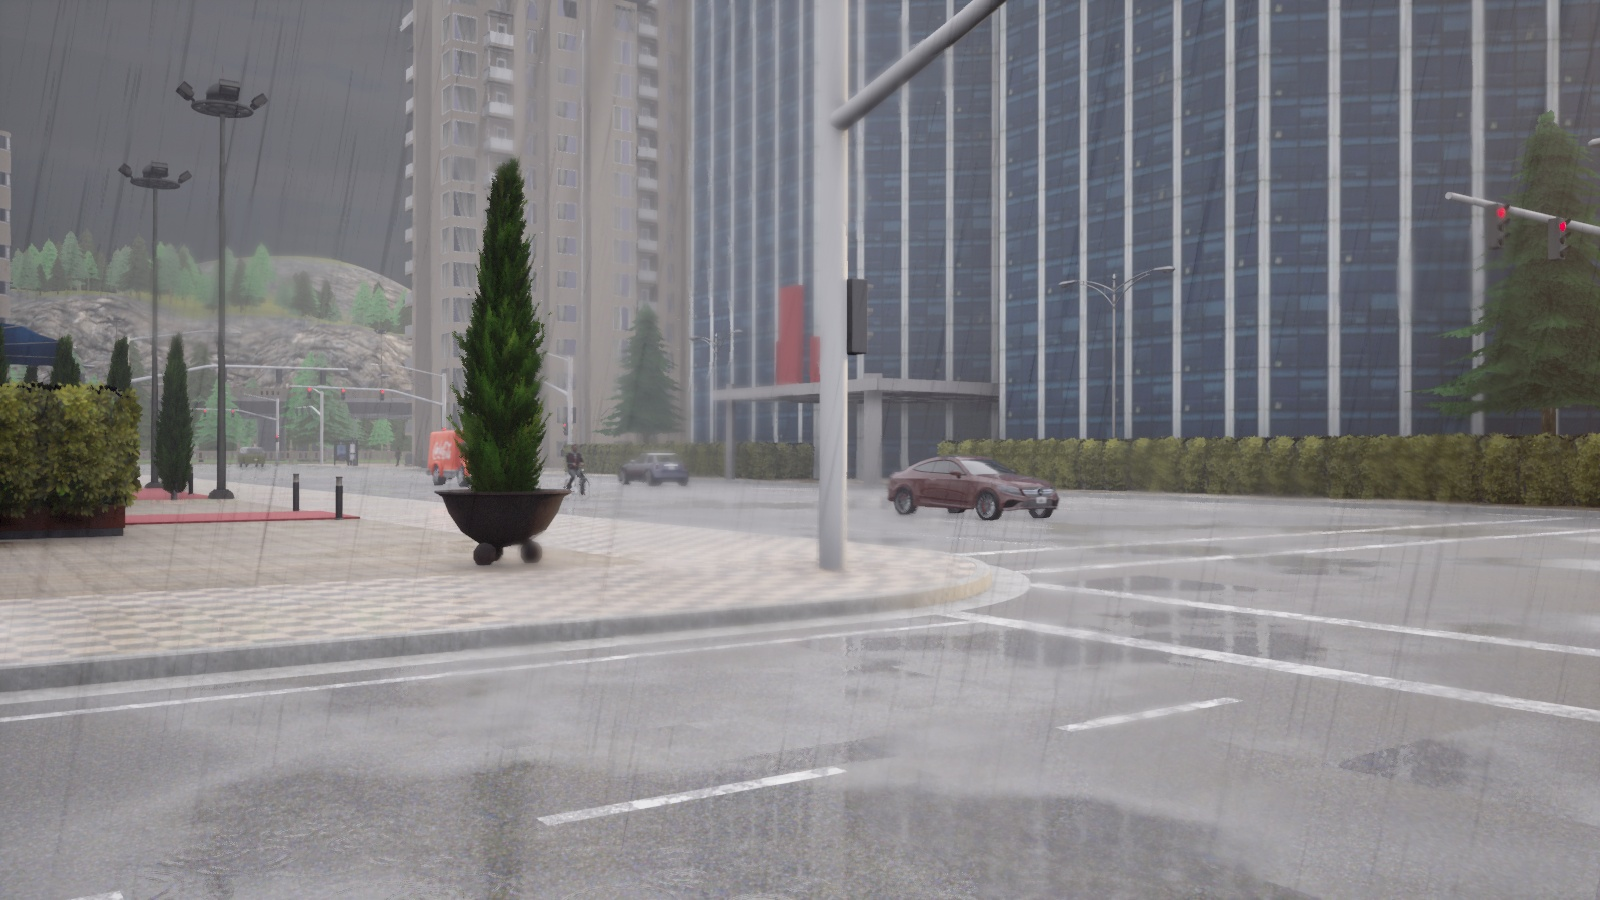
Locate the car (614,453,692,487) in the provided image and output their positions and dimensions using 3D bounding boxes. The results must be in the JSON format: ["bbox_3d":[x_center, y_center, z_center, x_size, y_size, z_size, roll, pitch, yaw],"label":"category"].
[{"bbox_3d":[-6.649,0.863,56.542,1.970,1.475,3.806,0,0,-33],"label":"car"}]

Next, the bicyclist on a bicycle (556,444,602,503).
[{"bbox_3d":[-6.811,0.724,38.641,0.659,1.776,1.843,0,0,-35],"label":"bicyclist on a bicycle"}]

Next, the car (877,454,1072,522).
[{"bbox_3d":[3.980,0.834,29.427,1.812,1.442,4.674,0,0,-35],"label":"car"}]

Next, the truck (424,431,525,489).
[{"bbox_3d":[-14.441,0.425,55.519,2.627,2.467,5.204,0,0,-35],"label":"truck"}]
